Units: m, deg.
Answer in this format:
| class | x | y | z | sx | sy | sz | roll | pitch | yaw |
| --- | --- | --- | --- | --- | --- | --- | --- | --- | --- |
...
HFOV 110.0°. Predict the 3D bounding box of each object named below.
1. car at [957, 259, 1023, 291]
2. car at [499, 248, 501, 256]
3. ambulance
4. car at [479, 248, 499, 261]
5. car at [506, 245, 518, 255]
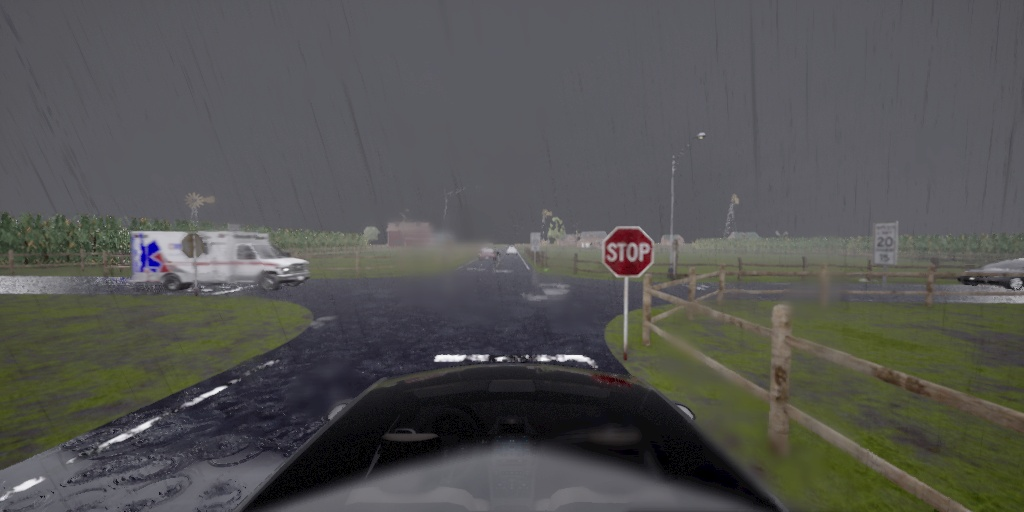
| class | x | y | z | sx | sy | sz | roll | pitch | yaw |
| --- | --- | --- | --- | --- | --- | --- | --- | --- | --- |
| car | 25.461 | 0.906 | 17.922 | 4.892 | 1.490 | 1.837 | 1 | 2 | 1 |
| car | -2.804 | -0.729 | 60.617 | 1.895 | 1.301 | 4.718 | 0 | 2 | 0 |
| ambulance | -12.248 | 0.219 | 15.393 | 6.366 | 2.431 | 2.351 | 0 | 2 | 1 |
| car | -2.843 | -0.188 | 43.202 | 1.812 | 1.442 | 4.674 | 0 | 2 | 0 |
| car | -0.027 | -0.875 | 62.628 | 1.812 | 1.442 | 4.674 | 0 | 2 | 0 |
